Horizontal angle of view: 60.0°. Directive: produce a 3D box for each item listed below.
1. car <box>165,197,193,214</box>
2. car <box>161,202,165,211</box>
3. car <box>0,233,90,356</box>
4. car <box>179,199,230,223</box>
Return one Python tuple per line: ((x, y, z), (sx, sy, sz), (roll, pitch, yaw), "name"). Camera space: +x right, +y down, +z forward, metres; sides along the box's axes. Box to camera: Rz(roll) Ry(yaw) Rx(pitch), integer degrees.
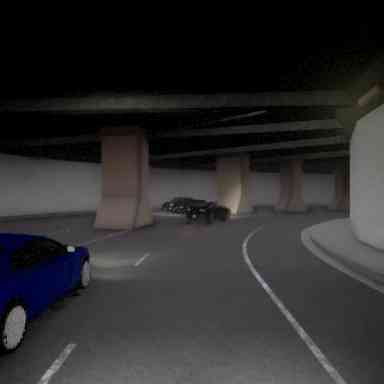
((-0.179, 1.527, 35.732), (1.837, 1.490, 4.892), (-1, -1, 42), "car")
((-1.514, 1.377, 39.329), (4.553, 1.767, 2.097), (0, 0, -45), "car")
((-3.386, 1.481, 6.073), (1.882, 1.535, 5.008), (0, 0, 0), "car")
((1.338, 1.507, 25.761), (2.128, 1.511, 4.902), (0, 0, 29), "car")
